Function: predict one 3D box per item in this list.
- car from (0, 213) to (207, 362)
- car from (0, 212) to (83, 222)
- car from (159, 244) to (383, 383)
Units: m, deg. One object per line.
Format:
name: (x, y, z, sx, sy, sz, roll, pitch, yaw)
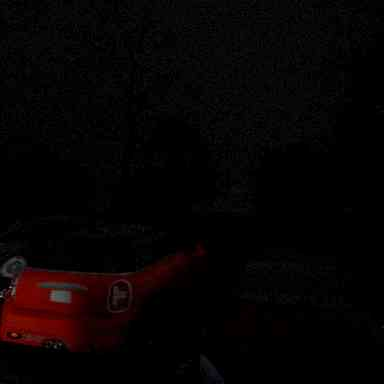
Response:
car: (-1.084, 1.362, 6.242, 2.185, 1.767, 4.553, 0, -1, 16)
car: (-3.481, 1.365, 8.031, 2.185, 1.767, 4.553, 1, -1, 16)
car: (1.353, 1.527, 4.541, 2.002, 1.452, 4.674, 1, -1, 16)
